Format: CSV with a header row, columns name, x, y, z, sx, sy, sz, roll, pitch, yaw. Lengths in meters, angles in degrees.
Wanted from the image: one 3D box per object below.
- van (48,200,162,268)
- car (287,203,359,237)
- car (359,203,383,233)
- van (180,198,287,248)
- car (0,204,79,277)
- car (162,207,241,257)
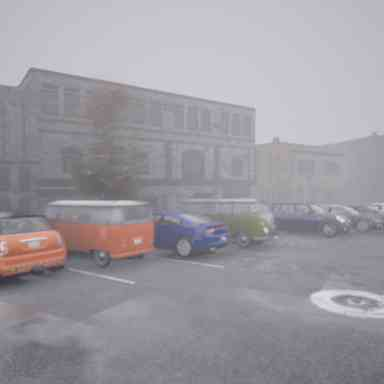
name,x,y,z,sx,sy,sz,roll,pitch,yaw
van,-3.416,1.263,11.293,4.442,1.987,1.878,-1,-1,35
car,6.213,1.381,18.064,4.553,1.767,2.185,-1,-1,35
car,8.622,1.514,19.750,4.892,1.521,2.231,-1,-1,35
van,1.558,1.266,14.576,4.442,1.987,1.878,-1,-1,34
car,-5.681,1.359,9.506,4.553,1.767,2.185,-1,0,34
car,-0.924,1.490,12.926,5.008,1.535,2.097,-1,-1,35
